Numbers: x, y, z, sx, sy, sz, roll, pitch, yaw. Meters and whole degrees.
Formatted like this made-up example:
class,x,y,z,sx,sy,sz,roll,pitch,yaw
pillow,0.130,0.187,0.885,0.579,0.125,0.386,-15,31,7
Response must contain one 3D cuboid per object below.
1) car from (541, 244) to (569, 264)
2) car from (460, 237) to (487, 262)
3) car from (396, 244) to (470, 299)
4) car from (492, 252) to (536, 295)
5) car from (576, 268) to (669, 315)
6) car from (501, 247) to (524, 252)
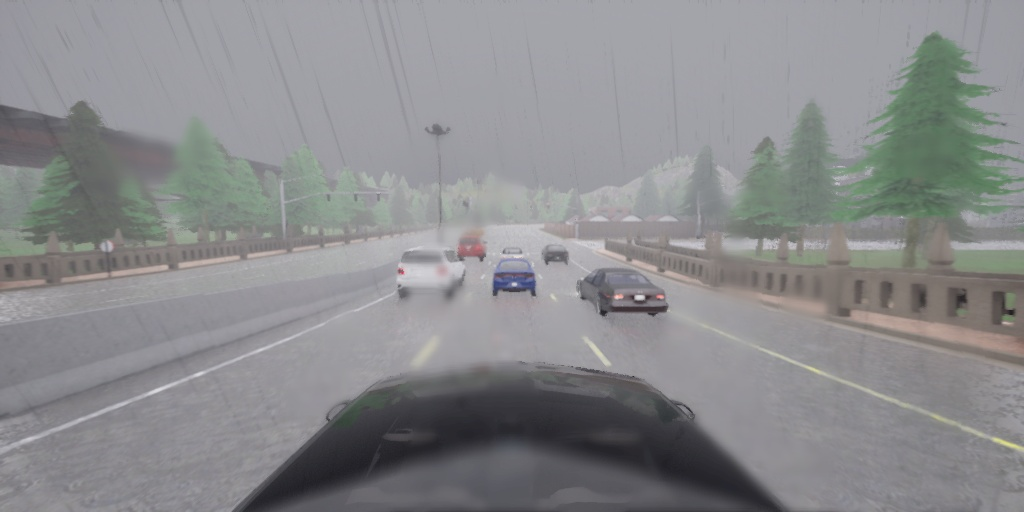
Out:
class,x,y,z,sx,sy,sz,roll,pitch,yaw
car,3.532,-0.242,29.913,1.882,1.535,5.008,0,6,0
car,-3.478,-0.706,31.896,2.150,2.045,5.566,0,5,0
car,-3.409,0.632,16.025,2.150,2.045,5.566,0,2,0
car,0.089,0.841,16.968,1.882,1.535,5.008,0,4,0
car,3.607,1.120,12.648,2.033,1.411,5.357,0,2,0
car,0.035,-0.061,29.320,1.895,1.301,4.718,0,6,0
